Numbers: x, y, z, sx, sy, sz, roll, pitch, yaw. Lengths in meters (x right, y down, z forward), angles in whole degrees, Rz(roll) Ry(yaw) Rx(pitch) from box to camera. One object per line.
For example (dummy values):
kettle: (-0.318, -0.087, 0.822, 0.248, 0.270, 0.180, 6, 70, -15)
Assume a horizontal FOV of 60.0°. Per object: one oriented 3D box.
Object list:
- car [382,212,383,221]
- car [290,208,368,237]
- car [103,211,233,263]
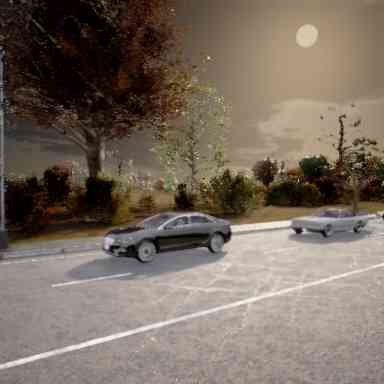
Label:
car: (15.574, 1.429, 24.054, 4.674, 1.442, 1.812, 0, 0, -37)
car: (7.382, 1.561, 17.835, 4.718, 1.301, 1.895, 0, 0, -36)
car: (-0.721, 1.483, 12.050, 4.902, 1.511, 2.128, 0, 0, -35)
